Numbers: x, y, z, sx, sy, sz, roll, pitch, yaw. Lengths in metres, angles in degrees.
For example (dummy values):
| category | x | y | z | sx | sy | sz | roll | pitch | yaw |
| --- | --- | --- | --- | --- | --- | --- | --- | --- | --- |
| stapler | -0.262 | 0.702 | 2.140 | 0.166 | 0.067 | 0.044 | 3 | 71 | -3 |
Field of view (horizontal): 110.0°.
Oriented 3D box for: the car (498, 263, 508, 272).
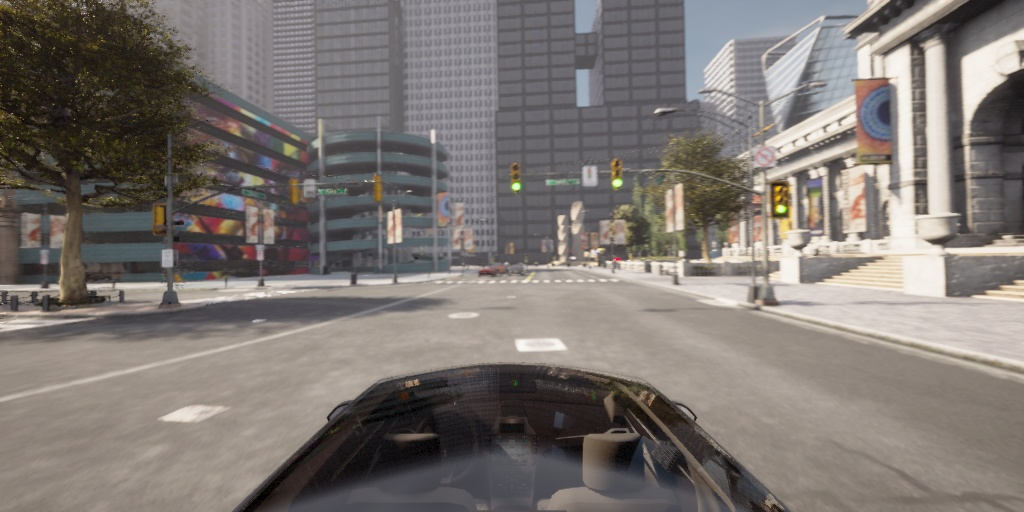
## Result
| category | x | y | z | sx | sy | sz | roll | pitch | yaw |
| --- | --- | --- | --- | --- | --- | --- | --- | --- | --- |
| car | -1.610 | 2.047 | 63.866 | 1.812 | 1.442 | 4.674 | -1 | -1 | -2 |

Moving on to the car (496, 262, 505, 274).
| category | x | y | z | sx | sy | sz | roll | pitch | yaw |
| --- | --- | --- | --- | --- | --- | --- | --- | --- | --- |
| car | -2.215 | 1.761 | 53.641 | 2.097 | 1.767 | 4.553 | -1 | -1 | 5 |

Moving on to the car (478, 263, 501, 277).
| category | x | y | z | sx | sy | sz | roll | pitch | yaw |
| --- | --- | --- | --- | --- | --- | --- | --- | --- | --- |
| car | -2.998 | 1.918 | 44.879 | 1.895 | 1.301 | 4.718 | -1 | -1 | 5 |

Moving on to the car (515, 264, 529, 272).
| category | x | y | z | sx | sy | sz | roll | pitch | yaw |
| --- | --- | --- | --- | --- | --- | --- | --- | --- | --- |
| car | 1.801 | 2.080 | 65.194 | 1.895 | 1.301 | 4.718 | -1 | -1 | -5 |

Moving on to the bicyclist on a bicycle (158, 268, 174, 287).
| category | x | y | z | sx | sy | sz | roll | pitch | yaw |
| --- | --- | --- | --- | --- | --- | --- | --- | --- | --- |
| bicyclist on a bicycle | -31.357 | 1.953 | 32.606 | 0.582 | 1.620 | 1.656 | -1 | 0 | 5 |

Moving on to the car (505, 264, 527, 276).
| category | x | y | z | sx | sy | sz | roll | pitch | yaw |
| --- | --- | --- | --- | --- | --- | --- | --- | --- | --- |
| car | 0.602 | 1.773 | 45.888 | 1.837 | 1.490 | 4.892 | -1 | -1 | 5 |
